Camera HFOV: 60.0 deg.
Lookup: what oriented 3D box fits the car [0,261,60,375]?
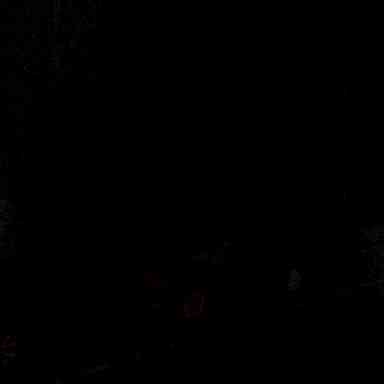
[{"bbox_3d":[-3.882,1.562,3.988,4.313,1.339,1.947,0,0,-35],"label":"car"}]

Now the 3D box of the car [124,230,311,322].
[{"bbox_3d":[0.737,1.562,7.281,4.507,1.381,1.887,0,0,-35],"label":"car"}]
